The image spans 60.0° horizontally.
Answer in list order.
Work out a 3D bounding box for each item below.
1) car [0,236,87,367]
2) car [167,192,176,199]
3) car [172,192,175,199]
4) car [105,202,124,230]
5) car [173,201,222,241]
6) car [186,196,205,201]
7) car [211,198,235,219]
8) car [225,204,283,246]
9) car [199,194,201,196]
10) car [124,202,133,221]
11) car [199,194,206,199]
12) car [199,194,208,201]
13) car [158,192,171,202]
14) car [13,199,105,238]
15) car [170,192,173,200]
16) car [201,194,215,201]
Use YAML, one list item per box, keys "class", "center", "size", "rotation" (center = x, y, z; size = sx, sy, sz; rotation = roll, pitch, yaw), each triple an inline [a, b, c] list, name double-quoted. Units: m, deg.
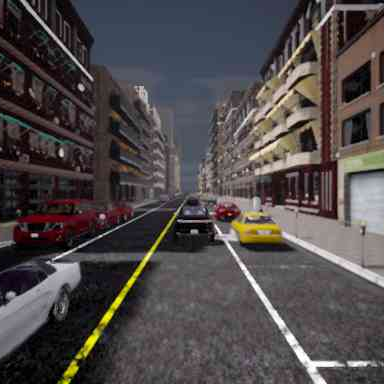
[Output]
- class: "car"
  center: [-3.099, 1.583, 4.272]
  size: [1.895, 1.301, 4.718]
  rotation: [0, 0, 0]
- class: "car"
  center: [-5.712, 0.930, 93.443]
  size: [2.192, 1.841, 5.009]
  rotation: [0, 0, 0]
- class: "car"
  center: [-5.710, 1.207, 82.171]
  size: [1.887, 1.381, 4.507]
  rotation: [0, 0, 0]
- class: "car"
  center: [-5.694, 1.358, 20.172]
  size: [1.967, 1.590, 4.097]
  rotation: [0, 0, 0]
- class: "car"
  center: [0.096, 1.426, 16.281]
  size: [2.128, 1.511, 4.902]
  rotation: [0, 0, 0]
- class: "car"
  center: [0.092, 1.388, 34.028]
  size: [1.812, 1.442, 4.674]
  rotation: [0, 0, 0]
- class: "car"
  center: [2.685, 1.441, 25.807]
  size: [1.887, 1.381, 4.507]
  rotation: [0, 0, 0]
- class: "car"
  center: [2.688, 1.466, 14.705]
  size: [1.752, 1.417, 4.829]
  rotation: [0, 0, 0]
- class: "car"
  center: [2.674, 1.235, 71.066]
  size: [1.752, 1.417, 4.829]
  rotation: [0, 0, 0]
- class: "car"
  center: [-5.695, 1.440, 25.810]
  size: [1.887, 1.381, 4.507]
  rotation: [0, 0, 0]
- class: "car"
  center: [2.669, 1.221, 87.805]
  size: [1.802, 1.307, 4.206]
  rotation: [0, 0, 0]
- class: "car"
  center: [2.672, 1.252, 76.533]
  size: [1.947, 1.339, 4.313]
  rotation: [0, 0, 0]
- class: "car"
  center: [-5.705, 1.284, 65.262]
  size: [2.008, 1.369, 4.403]
  rotation: [0, 0, 0]
- class: "car"
  center: [-5.691, 1.256, 14.536]
  size: [2.192, 1.841, 5.009]
  rotation: [0, 0, 0]
- class: "car"
  center: [-5.707, 1.260, 70.899]
  size: [2.008, 1.369, 4.403]
  rotation: [0, 0, 0]
- class: "car"
  center: [2.680, 1.355, 48.352]
  size: [2.008, 1.369, 4.403]
  rotation: [0, 0, 0]
